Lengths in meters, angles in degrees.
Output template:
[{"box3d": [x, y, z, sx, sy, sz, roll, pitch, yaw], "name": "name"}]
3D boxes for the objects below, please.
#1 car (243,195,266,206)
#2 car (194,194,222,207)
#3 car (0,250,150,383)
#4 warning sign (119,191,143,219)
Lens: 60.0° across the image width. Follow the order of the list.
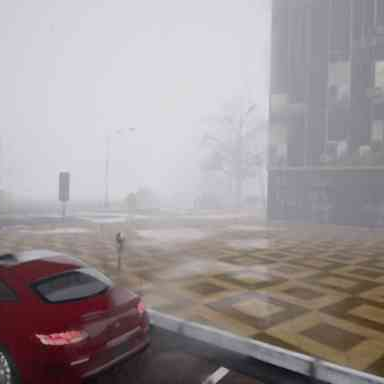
[{"box3d": [8.875, 1.167, 47.468, 1.812, 1.442, 4.674, 2, 1, 35], "name": "car"}, {"box3d": [2.109, 1.060, 43.135, 2.128, 1.511, 4.902, 2, 1, 35], "name": "car"}, {"box3d": [-2.463, 1.512, 4.777, 4.206, 1.307, 1.802, 1, 1, 35], "name": "car"}, {"box3d": [-4.300, 0.890, 23.512, 1.300, 1.860, 1.060, 2, 1, 34], "name": "warning sign"}]
